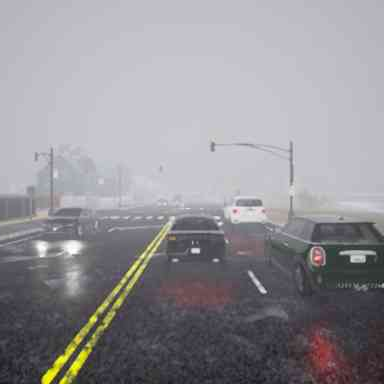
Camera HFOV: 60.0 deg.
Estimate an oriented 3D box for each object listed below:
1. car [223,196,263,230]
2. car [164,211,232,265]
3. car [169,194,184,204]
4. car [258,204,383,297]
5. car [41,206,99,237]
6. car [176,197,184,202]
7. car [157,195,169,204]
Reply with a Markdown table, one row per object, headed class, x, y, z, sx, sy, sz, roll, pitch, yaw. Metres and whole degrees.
| class | x | y | z | sx | sy | sz | roll | pitch | yaw |
| --- | --- | --- | --- | --- | --- | --- | --- | --- | --- |
| car | 3.355 | 1.286 | 21.858 | 2.150 | 2.045 | 5.566 | 0 | 0 | 0 |
| car | 0.104 | 1.512 | 11.844 | 1.882 | 1.535 | 5.008 | 0 | 0 | 0 |
| car | -3.233 | 1.490 | 72.950 | 2.150 | 2.045 | 5.566 | 0 | 0 | 0 |
| car | 3.352 | 1.377 | 8.839 | 2.097 | 1.767 | 4.553 | 0 | 0 | 0 |
| car | -6.562 | 1.560 | 18.399 | 1.837 | 1.490 | 4.892 | 0 | -1 | 0 |
| car | -3.230 | 1.927 | 88.545 | 1.895 | 1.301 | 4.718 | 0 | 0 | 0 |
| car | -6.483 | 1.817 | 72.979 | 1.994 | 1.385 | 4.181 | 0 | 0 | 0 |
